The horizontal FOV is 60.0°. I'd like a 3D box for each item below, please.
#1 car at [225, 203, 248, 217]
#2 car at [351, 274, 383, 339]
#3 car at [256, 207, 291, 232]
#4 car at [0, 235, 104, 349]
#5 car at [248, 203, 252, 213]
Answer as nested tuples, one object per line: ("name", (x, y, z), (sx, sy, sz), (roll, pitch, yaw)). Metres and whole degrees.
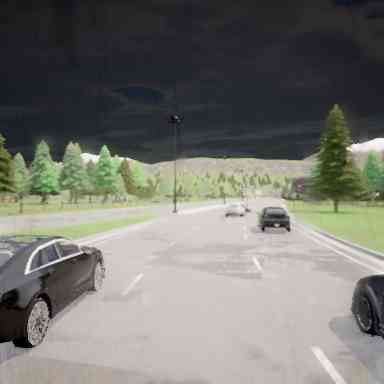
("car", (4.849, 1.995, 36.986), (1.812, 1.442, 4.674), (0, -1, 14))
("car", (3.746, 1.619, 4.170), (1.994, 1.385, 4.181), (0, -1, 2))
("car", (5.533, 1.794, 22.724), (1.837, 1.490, 4.892), (0, -1, 8))
("car", (-3.145, 1.573, 6.384), (2.128, 1.511, 4.902), (0, -1, 2))
("car", (7.289, 2.193, 46.730), (1.895, 1.301, 4.718), (0, -1, 15))
